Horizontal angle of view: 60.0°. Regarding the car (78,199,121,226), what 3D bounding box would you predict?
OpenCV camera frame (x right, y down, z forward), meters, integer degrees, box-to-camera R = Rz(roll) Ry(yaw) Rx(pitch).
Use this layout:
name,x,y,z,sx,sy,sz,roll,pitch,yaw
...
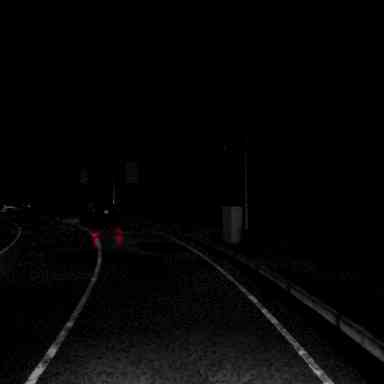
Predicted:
name,x,y,z,sx,sy,sz,roll,pitch,yaw
car,-6.733,1.355,23.854,2.097,1.767,4.553,0,0,-30

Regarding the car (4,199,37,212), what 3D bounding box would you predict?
name,x,y,z,sx,sy,sz,roll,pitch,yaw
car,-19.276,1.513,37.238,4.181,1.385,1.994,0,-1,36
